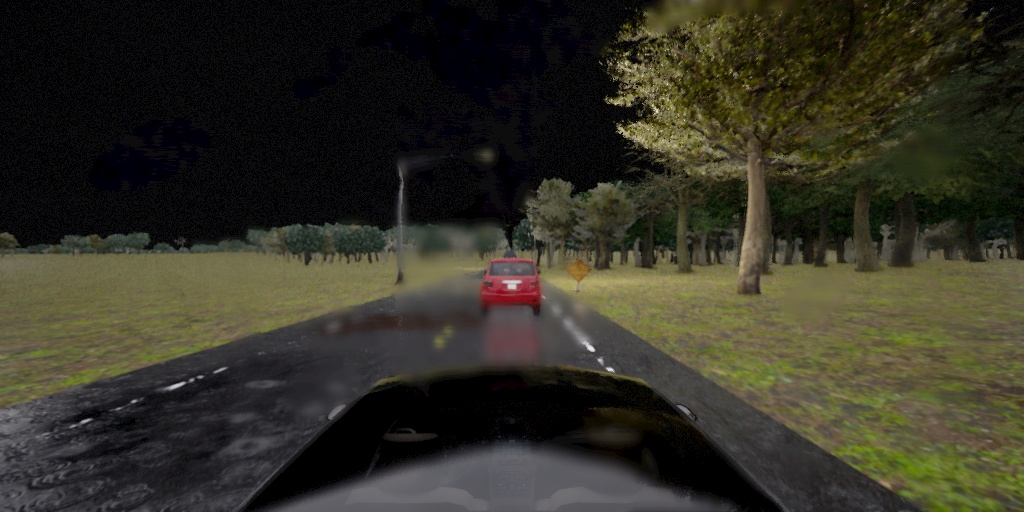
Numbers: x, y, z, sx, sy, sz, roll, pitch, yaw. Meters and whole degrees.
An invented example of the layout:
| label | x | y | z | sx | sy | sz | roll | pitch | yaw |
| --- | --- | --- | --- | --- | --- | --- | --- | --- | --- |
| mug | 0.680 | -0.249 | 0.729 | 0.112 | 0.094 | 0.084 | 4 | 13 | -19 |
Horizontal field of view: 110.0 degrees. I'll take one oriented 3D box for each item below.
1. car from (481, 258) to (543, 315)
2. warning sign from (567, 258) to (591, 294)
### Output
| label | x | y | z | sx | sy | sz | roll | pitch | yaw |
| --- | --- | --- | --- | --- | --- | --- | --- | --- | --- |
| car | 0.010 | 1.110 | 14.427 | 2.150 | 2.045 | 5.566 | 0 | 0 | 0 |
| warning sign | 3.552 | 1.056 | 19.166 | 1.300 | 1.860 | 1.060 | 0 | 0 | 0 |
